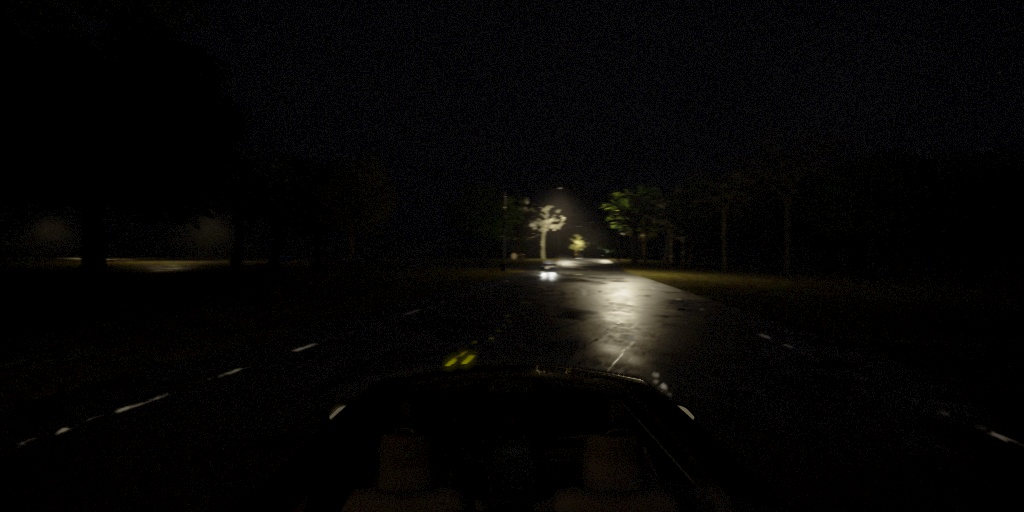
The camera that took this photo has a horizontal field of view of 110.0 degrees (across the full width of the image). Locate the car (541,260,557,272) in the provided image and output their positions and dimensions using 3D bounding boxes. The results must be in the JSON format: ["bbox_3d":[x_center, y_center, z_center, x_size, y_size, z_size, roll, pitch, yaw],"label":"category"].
[{"bbox_3d":[4.968,1.331,47.803,2.128,1.511,4.902,1,0,11],"label":"car"}]
